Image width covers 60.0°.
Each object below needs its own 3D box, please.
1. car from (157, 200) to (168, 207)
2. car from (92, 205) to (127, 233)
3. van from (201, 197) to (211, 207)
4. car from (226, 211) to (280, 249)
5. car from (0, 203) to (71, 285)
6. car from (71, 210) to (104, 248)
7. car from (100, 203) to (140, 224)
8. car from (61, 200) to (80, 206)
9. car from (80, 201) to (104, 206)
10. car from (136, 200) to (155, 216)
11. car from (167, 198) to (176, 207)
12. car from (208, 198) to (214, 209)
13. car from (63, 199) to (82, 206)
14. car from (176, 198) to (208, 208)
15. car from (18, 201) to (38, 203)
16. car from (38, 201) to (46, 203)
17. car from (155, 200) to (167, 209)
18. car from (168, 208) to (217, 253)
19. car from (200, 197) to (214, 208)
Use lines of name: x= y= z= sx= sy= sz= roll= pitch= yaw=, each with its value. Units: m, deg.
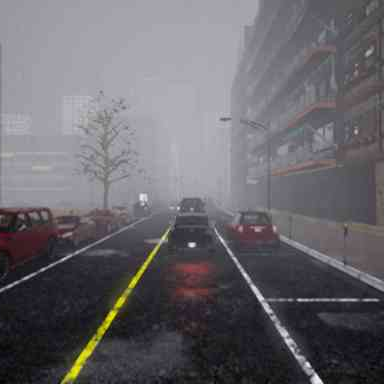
car: x=-5.693 y=2.227 z=65.194 sx=1.802 sy=1.307 sz=4.206 roll=0 pitch=-1 yaw=0
car: x=-5.695 y=1.746 z=20.975 sx=1.887 sy=1.381 sz=4.507 roll=0 pitch=-1 yaw=0
van: x=2.687 y=1.986 z=65.195 sx=1.690 sy=1.788 sz=3.998 roll=0 pitch=-1 yaw=0
car: x=2.684 y=1.588 z=15.448 sx=1.967 sy=1.590 sz=4.097 roll=0 pitch=-1 yaw=0
car: x=-5.697 y=1.410 z=9.923 sx=2.192 sy=1.841 sz=5.009 roll=0 pitch=-1 yaw=0
car: x=-5.695 y=1.730 z=15.448 sx=1.802 sy=1.307 sz=4.206 roll=0 pitch=-1 yaw=0
car: x=-5.695 y=1.806 z=26.503 sx=2.008 sy=1.369 sz=4.403 roll=0 pitch=-1 yaw=0
car: x=-27.967 y=2.726 z=75.905 sx=4.403 sy=1.369 sz=2.008 roll=-1 pitch=1 yaw=0
car: x=-22.398 y=2.645 z=75.945 sx=4.403 sy=1.369 sz=2.008 roll=-1 pitch=1 yaw=0
car: x=-5.695 y=1.804 z=37.559 sx=1.967 sy=1.590 sz=4.097 roll=0 pitch=-1 yaw=0
car: x=-3.033 y=2.169 z=62.997 sx=2.033 sy=1.411 sz=5.357 roll=0 pitch=-1 yaw=1
car: x=2.687 y=2.076 z=54.138 sx=1.887 sy=1.381 sz=4.507 roll=0 pitch=-1 yaw=0
car: x=-30.267 y=2.671 z=84.526 sx=4.097 sy=1.590 sz=1.967 roll=-1 pitch=1 yaw=0
car: x=0.003 y=1.496 z=29.024 sx=2.150 sy=2.045 sz=5.566 roll=0 pitch=0 yaw=0
car: x=-38.397 y=2.871 z=75.874 sx=4.507 sy=1.381 sz=1.887 roll=-1 pitch=1 yaw=0
car: x=-39.167 y=2.942 z=84.412 sx=4.206 sy=1.307 sz=1.802 roll=-1 pitch=1 yaw=0
car: x=-5.694 y=1.971 z=54.140 sx=1.967 sy=1.590 sz=4.097 roll=0 pitch=-1 yaw=0
car: x=0.006 y=1.645 z=14.298 sx=1.837 sy=1.490 sz=4.892 roll=0 pitch=0 yaw=0
car: x=2.686 y=1.903 z=59.668 sx=2.192 sy=1.841 sz=5.009 roll=0 pitch=-1 yaw=0
